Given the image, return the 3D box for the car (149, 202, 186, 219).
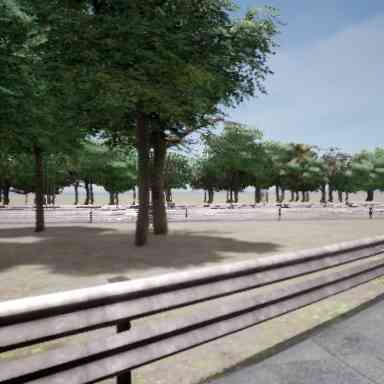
[{"bbox_3d":[-3.449,2.207,41.240,5.566,2.045,2.150,-1,0,-2],"label":"car"}]
